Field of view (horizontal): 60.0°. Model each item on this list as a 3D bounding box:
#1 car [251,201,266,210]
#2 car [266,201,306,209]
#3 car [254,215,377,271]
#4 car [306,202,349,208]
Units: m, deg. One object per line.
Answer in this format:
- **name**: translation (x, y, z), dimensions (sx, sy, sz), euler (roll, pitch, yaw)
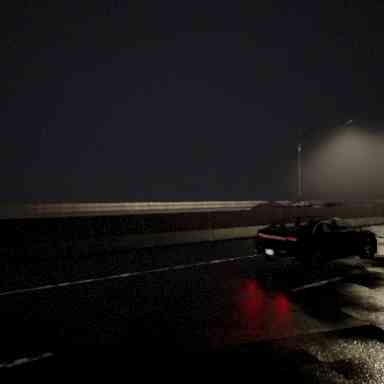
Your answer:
- **car**: translation (8.238, 1.667, 35.274), dimensions (4.181, 1.385, 1.994), euler (0, 0, -34)
- **car**: translation (9.945, 1.595, 32.203), dimensions (4.902, 1.511, 2.128), euler (0, 0, -34)
- **car**: translation (4.224, 1.525, 11.015), dimensions (4.902, 1.511, 2.128), euler (0, 0, -35)
- **car**: translation (12.739, 1.635, 29.870), dimensions (4.674, 1.442, 1.812), euler (1, 0, -35)
